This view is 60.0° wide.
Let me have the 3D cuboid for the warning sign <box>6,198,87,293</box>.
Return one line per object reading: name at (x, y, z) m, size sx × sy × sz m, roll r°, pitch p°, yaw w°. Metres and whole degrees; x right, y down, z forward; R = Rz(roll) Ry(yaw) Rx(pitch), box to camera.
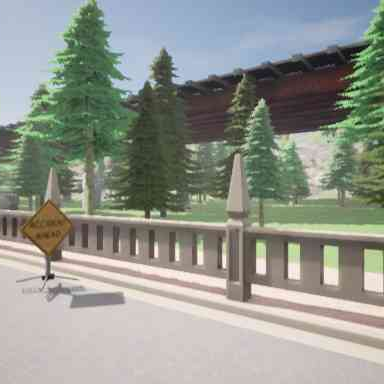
warning sign at (-3.232, 1.088, 7.464) m, size 1.060 × 1.860 × 1.300 m, roll 0°, pitch 0°, yaw 36°
